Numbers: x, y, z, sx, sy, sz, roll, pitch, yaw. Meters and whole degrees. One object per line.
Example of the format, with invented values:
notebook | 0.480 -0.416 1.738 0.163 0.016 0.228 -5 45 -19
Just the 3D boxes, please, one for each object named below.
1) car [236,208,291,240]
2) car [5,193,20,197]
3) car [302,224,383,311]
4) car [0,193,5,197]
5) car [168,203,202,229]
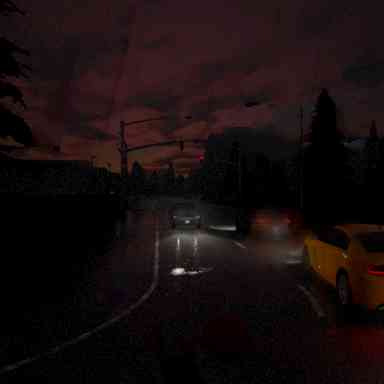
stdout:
car | 3.552 1.526 17.079 1.812 1.442 4.674 0 0 -5
car | -38.337 1.097 72.949 1.932 1.855 4.605 0 0 -5
car | 4.003 1.478 7.765 1.882 1.535 5.008 0 0 6
car | -41.194 1.077 72.277 1.905 1.878 3.866 0 0 -5
car | -0.516 1.497 21.998 2.128 1.511 4.902 0 0 -6
